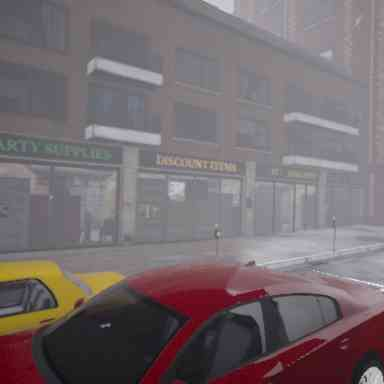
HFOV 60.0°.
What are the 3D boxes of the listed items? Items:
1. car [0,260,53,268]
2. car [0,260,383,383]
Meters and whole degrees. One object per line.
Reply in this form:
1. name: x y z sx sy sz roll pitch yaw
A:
1. car: -2.857 1.525 4.036 4.829 1.417 1.752 0 1 -35
2. car: -0.048 1.489 3.035 5.008 1.535 1.882 0 0 -35
